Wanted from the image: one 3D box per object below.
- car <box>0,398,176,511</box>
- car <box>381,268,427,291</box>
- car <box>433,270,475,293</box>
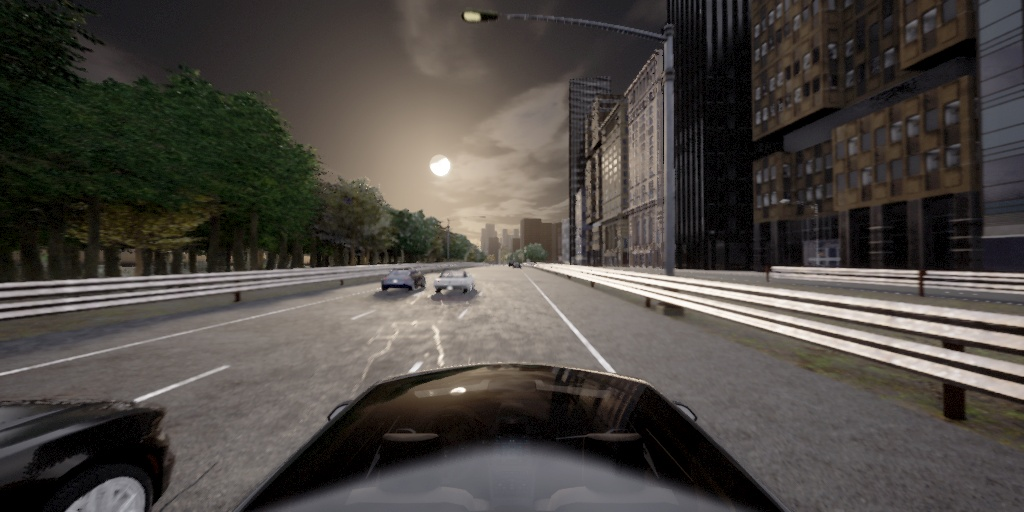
[{"bbox_3d":[-3.399,1.219,0.537,1.882,1.535,5.008,0,0,0],"label":"car"},{"bbox_3d":[-6.911,1.477,23.251,1.994,1.385,4.181,0,0,0],"label":"car"},{"bbox_3d":[-3.411,1.504,21.968,1.895,1.301,4.718,0,0,0],"label":"car"}]
